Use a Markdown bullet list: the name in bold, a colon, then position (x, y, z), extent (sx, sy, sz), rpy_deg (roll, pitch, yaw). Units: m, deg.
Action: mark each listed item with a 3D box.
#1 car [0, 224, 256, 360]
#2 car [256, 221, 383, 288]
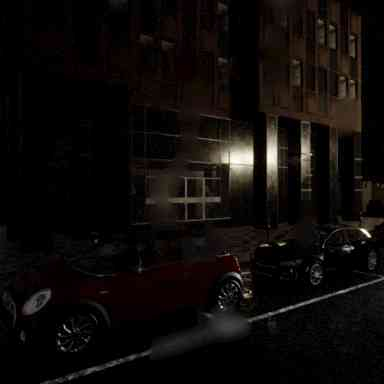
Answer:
- **car**: position (-1.080, 1.440, 5.877), extent (4.097, 1.590, 1.967), rpy_deg (0, 0, -35)
- **car**: position (3.487, 1.551, 9.121), extent (4.403, 1.369, 2.008), rpy_deg (0, 0, -35)
